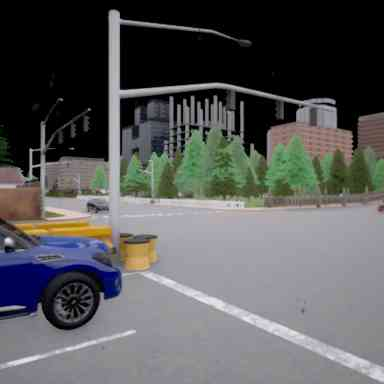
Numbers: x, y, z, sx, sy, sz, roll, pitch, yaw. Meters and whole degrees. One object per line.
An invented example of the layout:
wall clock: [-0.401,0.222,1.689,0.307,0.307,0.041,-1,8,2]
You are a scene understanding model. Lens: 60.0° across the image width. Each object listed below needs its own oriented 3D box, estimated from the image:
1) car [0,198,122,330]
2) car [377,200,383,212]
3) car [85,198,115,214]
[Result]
car: [-3.947,1.222,5.247,5.566,2.045,2.150,0,0,-35]
car: [22.863,1.334,37.446,4.553,1.767,2.097,0,0,-35]
car: [-10.347,1.502,37.026,1.837,1.490,4.892,0,0,-33]
